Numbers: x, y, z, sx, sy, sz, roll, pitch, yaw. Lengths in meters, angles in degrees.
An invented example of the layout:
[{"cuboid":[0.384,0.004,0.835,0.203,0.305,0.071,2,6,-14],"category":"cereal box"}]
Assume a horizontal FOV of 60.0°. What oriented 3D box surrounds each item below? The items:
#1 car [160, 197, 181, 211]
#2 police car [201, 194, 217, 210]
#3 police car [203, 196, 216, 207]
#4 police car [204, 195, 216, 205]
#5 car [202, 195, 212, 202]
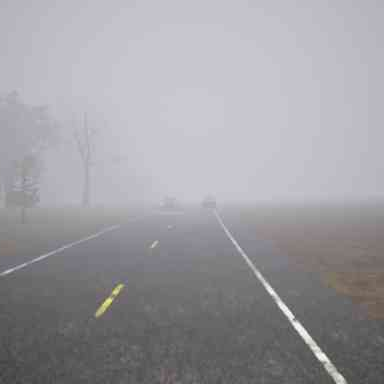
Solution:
[{"cuboid":[-2.572,1.342,39.998,2.097,1.767,4.553,0,0,3],"category":"car"},{"cuboid":[2.153,1.414,42.012,1.930,1.638,5.238,0,0,3],"category":"police car"},{"cuboid":[2.725,1.409,51.962,1.930,1.638,5.238,0,0,4],"category":"police car"},{"cuboid":[3.126,1.405,57.928,1.930,1.638,5.238,0,0,4],"category":"police car"},{"cuboid":[3.551,1.394,76.308,2.033,1.411,5.357,0,0,6],"category":"car"}]
